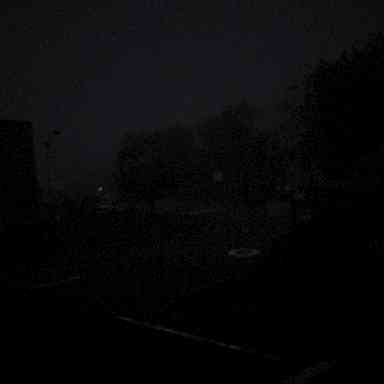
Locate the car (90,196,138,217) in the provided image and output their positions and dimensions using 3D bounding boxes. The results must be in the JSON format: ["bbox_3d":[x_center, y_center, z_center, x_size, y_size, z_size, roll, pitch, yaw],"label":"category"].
[{"bbox_3d":[-9.324,1.844,41.786,2.435,2.045,5.566,-2,4,35],"label":"car"}]

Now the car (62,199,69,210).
[{"bbox_3d":[-17.829,2.071,54.187,2.097,1.535,5.008,-2,4,36],"label":"car"}]

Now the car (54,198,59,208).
[{"bbox_3d":[-21.240,2.104,59.137,2.002,1.452,4.674,-2,4,36],"label":"car"}]

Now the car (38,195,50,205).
[{"bbox_3d":[-28.042,1.800,69.053,2.435,2.045,5.566,-3,4,36],"label":"car"}]

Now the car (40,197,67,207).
[{"bbox_3d":[-29.716,2.080,71.544,2.163,1.488,4.792,-3,4,36],"label":"car"}]

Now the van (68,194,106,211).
[{"bbox_3d":[-16.213,1.862,51.602,1.878,1.987,4.442,-2,4,35],"label":"van"}]

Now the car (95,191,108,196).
[{"bbox_3d":[-17.114,1.381,62.489,2.150,2.045,5.566,-5,3,-34],"label":"car"}]

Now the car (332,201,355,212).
[{"bbox_3d":[12.429,1.441,25.716,1.812,1.442,4.674,-5,2,-20],"label":"car"}]

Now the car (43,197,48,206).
[{"bbox_3d":[-26.325,2.082,66.592,2.163,1.488,4.792,-3,4,36],"label":"car"}]

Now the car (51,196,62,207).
[{"bbox_3d":[-22.927,1.932,61.628,2.185,1.767,4.553,-2,4,36],"label":"car"}]

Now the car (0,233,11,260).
[{"bbox_3d":[-13.191,3.406,19.552,4.792,1.488,2.163,-3,2,34],"label":"car"}]

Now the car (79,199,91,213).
[{"bbox_3d":[-12.613,2.066,46.920,1.946,1.575,5.366,-2,4,35],"label":"car"}]

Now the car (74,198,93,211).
[{"bbox_3d":[-14.430,2.121,49.240,2.002,1.452,4.674,-2,4,35],"label":"car"}]

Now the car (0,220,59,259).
[{"bbox_3d":[-10.882,2.896,21.284,5.566,2.045,2.435,-3,3,34],"label":"car"}]

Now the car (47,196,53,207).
[{"bbox_3d":[-24.625,1.929,64.103,2.185,1.767,4.553,-2,4,36],"label":"car"}]

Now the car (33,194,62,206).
[{"bbox_3d":[-33.150,1.803,76.483,2.435,2.045,5.566,-3,4,35],"label":"car"}]

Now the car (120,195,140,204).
[{"bbox_3d":[-11.548,1.408,61.611,1.994,1.385,4.181,-5,3,-35],"label":"car"}]

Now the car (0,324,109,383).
[{"bbox_3d":[-3.308,3.410,5.784,4.792,1.488,2.163,-1,4,34],"label":"car"}]

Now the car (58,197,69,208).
[{"bbox_3d":[-19.574,1.946,56.632,2.185,1.767,4.553,-2,4,35],"label":"car"}]

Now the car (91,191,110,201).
[{"bbox_3d":[-20.558,0.894,74.493,2.150,2.045,5.566,-5,3,-35],"label":"car"}]
